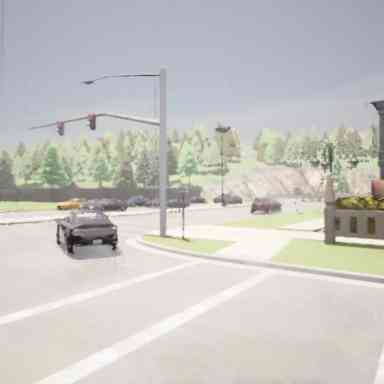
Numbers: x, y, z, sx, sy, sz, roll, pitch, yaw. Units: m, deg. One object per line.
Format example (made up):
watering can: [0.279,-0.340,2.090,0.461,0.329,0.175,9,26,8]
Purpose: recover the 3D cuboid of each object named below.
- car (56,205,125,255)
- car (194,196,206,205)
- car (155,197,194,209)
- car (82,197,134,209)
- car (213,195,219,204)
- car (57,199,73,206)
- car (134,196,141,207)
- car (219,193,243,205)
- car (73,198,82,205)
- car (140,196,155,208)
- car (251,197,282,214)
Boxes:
car: [-4.412,1.525,13.747,2.128,1.511,4.902,-1,0,-28]
car: [0.761,1.583,63.874,1.882,1.535,5.008,0,0,37]
car: [-2.421,1.633,47.737,2.033,1.411,5.357,0,0,36]
car: [-9.511,1.577,38.011,2.128,1.511,4.902,0,0,36]
car: [6.330,1.316,65.531,2.150,2.045,5.566,0,0,36]
car: [-14.838,1.583,42.573,1.882,1.535,5.008,0,0,36]
car: [-8.623,1.460,51.090,2.097,1.767,4.553,0,0,36]
car: [7.469,1.437,61.200,2.097,1.767,4.553,0,0,37]
car: [-11.624,1.587,41.043,2.128,1.511,4.902,0,0,36]
car: [-4.803,1.643,50.389,2.033,1.411,5.357,0,0,36]
car: [8.255,1.394,36.600,2.097,1.767,4.553,0,0,36]
